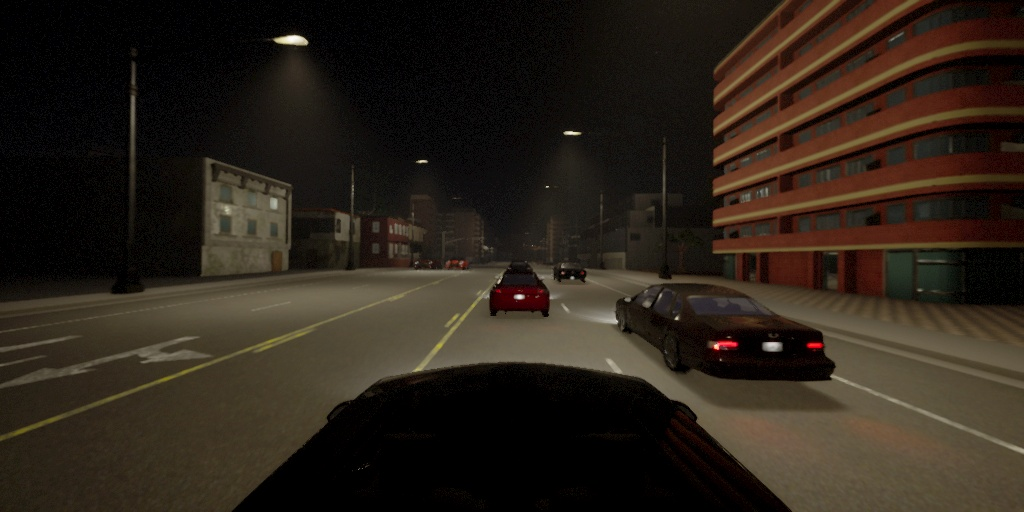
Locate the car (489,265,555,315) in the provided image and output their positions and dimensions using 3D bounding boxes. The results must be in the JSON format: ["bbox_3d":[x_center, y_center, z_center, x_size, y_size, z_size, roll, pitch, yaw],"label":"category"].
[{"bbox_3d":[0.269,1.193,12.927,1.994,1.385,4.181,1,1,1],"label":"car"}]

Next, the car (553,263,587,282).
[{"bbox_3d":[4.002,1.124,25.665,1.895,1.301,4.718,1,1,1],"label":"car"}]

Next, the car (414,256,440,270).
[{"bbox_3d":[-9.858,0.761,42.026,2.097,1.767,4.553,1,-1,1],"label":"car"}]

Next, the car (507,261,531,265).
[{"bbox_3d":[0.554,1.035,28.087,1.994,1.385,4.181,1,0,1],"label":"car"}]

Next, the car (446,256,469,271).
[{"bbox_3d":[-6.360,0.792,41.978,2.097,1.767,4.553,0,-1,1],"label":"car"}]

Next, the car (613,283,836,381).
[{"bbox_3d":[3.643,1.265,7.441,2.033,1.411,5.357,1,1,2],"label":"car"}]
